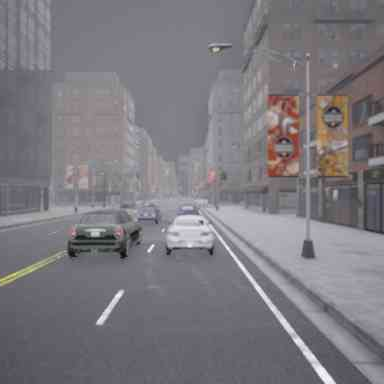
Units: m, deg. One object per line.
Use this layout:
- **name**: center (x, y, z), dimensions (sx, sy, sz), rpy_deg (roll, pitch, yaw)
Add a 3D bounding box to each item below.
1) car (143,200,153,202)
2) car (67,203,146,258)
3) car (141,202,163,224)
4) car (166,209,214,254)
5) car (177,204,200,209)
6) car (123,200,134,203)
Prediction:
- **car**: center (-7.167, 2.024, 53.634), dimensions (2.128, 1.511, 4.902), rpy_deg (0, -1, 0)
- **car**: center (-3.334, 1.486, 13.553), dimensions (2.097, 1.767, 4.553), rpy_deg (0, -1, 0)
- **car**: center (-3.532, 1.821, 27.670), dimensions (2.033, 1.411, 5.357), rpy_deg (0, -1, -1)
- **car**: center (-0.087, 1.664, 14.081), dimensions (1.812, 1.442, 4.674), rpy_deg (0, 0, 0)
- **car**: center (-0.291, 1.812, 29.081), dimensions (1.812, 1.442, 4.674), rpy_deg (0, 0, 0)
- **car**: center (-10.417, 2.089, 54.546), dimensions (2.033, 1.411, 5.357), rpy_deg (0, -1, 0)
